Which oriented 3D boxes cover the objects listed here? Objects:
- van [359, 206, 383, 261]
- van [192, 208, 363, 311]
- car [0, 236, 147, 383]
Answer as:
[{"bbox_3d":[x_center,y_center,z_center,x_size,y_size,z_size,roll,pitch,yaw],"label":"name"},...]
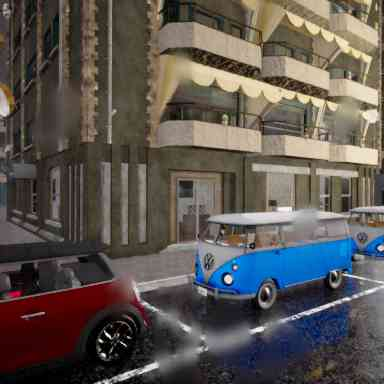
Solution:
[{"bbox_3d":[6.529,1.345,10.780,3.998,1.788,1.690,0,0,-36],"label":"van"},{"bbox_3d":[1.904,1.343,7.466,3.998,1.788,1.690,0,0,-36],"label":"van"},{"bbox_3d":[-2.722,1.440,4.152,4.097,1.590,1.967,0,0,-36],"label":"car"}]
